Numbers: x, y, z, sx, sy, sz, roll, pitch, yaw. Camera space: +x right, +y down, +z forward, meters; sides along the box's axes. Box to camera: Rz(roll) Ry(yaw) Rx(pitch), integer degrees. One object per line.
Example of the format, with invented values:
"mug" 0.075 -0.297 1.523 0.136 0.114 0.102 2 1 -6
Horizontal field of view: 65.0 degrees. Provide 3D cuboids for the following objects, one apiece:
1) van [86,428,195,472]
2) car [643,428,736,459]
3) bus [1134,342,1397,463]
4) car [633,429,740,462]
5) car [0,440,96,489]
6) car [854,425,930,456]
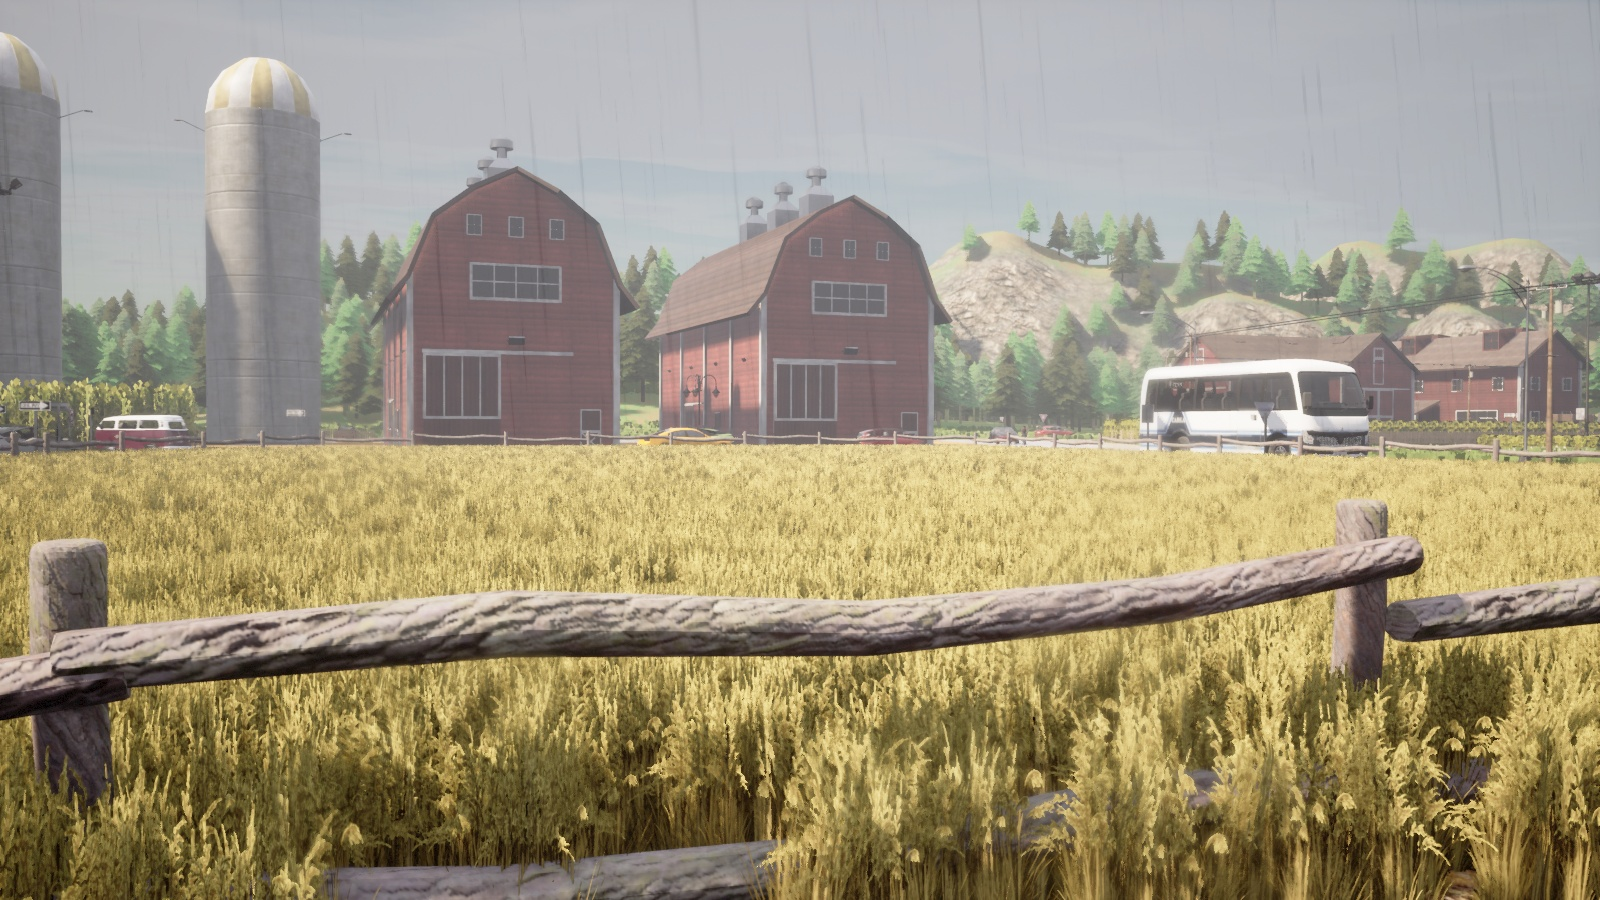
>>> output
"van" -32.534 0.000 61.996 4.480 2.038 2.069 -1 0 14
"car" -5.880 -0.342 66.868 4.514 1.525 2.007 -1 1 -24
"bus" 18.037 -1.767 49.780 3.944 4.253 10.273 -1 1 -21
"car" -5.688 -0.244 63.114 5.008 1.535 1.882 -2 1 -24
"car" -26.633 0.476 43.110 2.007 1.525 4.514 -1 1 7
"car" 4.894 -0.499 66.859 3.705 1.549 1.789 -2 1 -8
